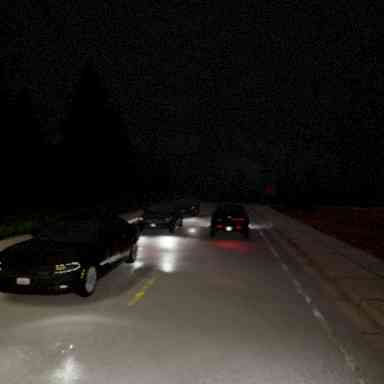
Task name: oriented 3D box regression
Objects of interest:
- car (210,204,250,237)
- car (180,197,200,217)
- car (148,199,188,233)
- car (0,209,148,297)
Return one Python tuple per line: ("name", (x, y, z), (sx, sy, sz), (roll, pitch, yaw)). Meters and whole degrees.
("car", (1.989, 1.396, 17.530), (1.837, 1.490, 4.892), (2, 0, 7))
("car", (-0.380, 1.208, 28.768), (1.882, 1.535, 5.008), (1, 1, 7))
("car", (-1.607, 1.320, 18.402), (1.812, 1.442, 4.674), (1, 1, 7))
("car", (-2.773, 1.333, 8.520), (1.882, 1.535, 5.008), (1, 1, 7))
